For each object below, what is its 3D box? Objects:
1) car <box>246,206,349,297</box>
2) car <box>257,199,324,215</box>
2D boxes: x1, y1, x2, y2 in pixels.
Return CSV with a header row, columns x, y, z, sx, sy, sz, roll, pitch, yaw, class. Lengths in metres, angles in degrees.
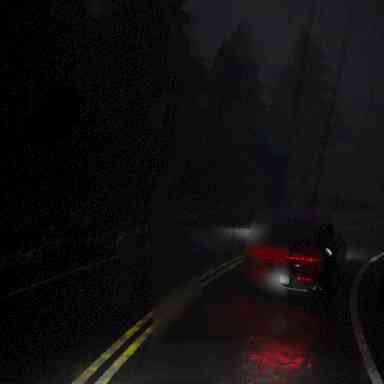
x,y,z,sx,sy,sz,roll,pitch,yaw,class
2.845,1.392,8.594,1.837,1.490,4.892,3,3,27,car
4.990,1.085,16.190,4.181,1.385,1.994,-2,5,-38,car
